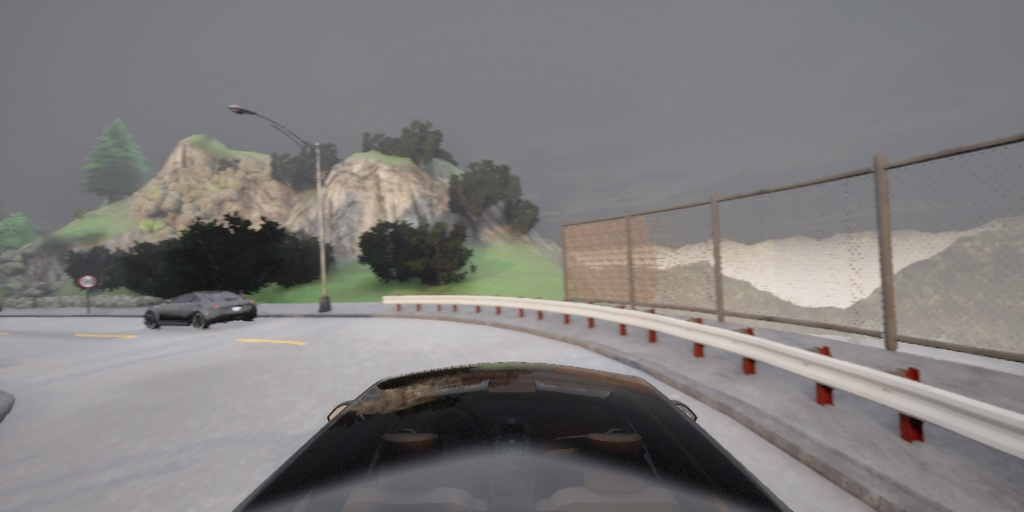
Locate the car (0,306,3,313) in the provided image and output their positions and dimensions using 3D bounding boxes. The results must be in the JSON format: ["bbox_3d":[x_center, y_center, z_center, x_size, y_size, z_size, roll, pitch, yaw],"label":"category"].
[{"bbox_3d":[-32.378,3.239,20.917,4.718,1.301,1.895,-3,0,18],"label":"car"}]

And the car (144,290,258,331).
[{"bbox_3d":[-12.282,2.066,14.186,4.181,1.385,1.994,-3,0,19],"label":"car"}]
